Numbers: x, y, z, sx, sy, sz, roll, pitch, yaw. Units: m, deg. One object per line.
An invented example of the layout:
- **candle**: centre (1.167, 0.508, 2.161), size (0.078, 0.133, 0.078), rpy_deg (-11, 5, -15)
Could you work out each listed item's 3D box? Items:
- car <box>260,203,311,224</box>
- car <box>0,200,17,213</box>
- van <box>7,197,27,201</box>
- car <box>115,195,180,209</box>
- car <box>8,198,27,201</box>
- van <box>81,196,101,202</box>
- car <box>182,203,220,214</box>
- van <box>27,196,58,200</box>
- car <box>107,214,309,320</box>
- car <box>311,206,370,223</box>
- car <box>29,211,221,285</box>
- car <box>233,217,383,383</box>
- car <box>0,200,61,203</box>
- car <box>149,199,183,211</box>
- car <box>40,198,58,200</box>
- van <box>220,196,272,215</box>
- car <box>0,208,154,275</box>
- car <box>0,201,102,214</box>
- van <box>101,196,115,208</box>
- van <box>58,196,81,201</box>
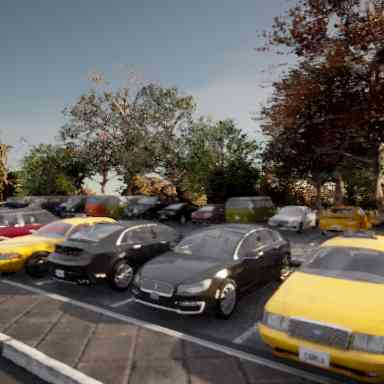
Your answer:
- **car**: centre (6.121, 1.554, 19.911), size (2.002, 1.452, 4.674), rpy_deg (0, 0, 36)
- **car**: centre (-25.391, 1.905, 42.481), size (2.097, 1.535, 5.008), rpy_deg (-1, -1, 36)
- **van**: centre (-18.467, 1.523, 37.670), size (1.878, 1.987, 4.442), rpy_deg (-1, -1, 36)
- **car**: centre (-2.905, 1.290, 26.341), size (2.435, 2.045, 5.566), rpy_deg (0, 0, 36)
- **car**: centre (-16.387, 1.694, 35.808), size (1.946, 1.575, 5.366), rpy_deg (-1, -1, 36)
- **van**: centre (-7.223, 1.329, 29.613), size (1.878, 1.987, 4.442), rpy_deg (0, 0, 36)
- **car**: centre (1.716, 1.568, 23.061), size (2.002, 1.452, 4.674), rpy_deg (0, 0, 36)
- **van**: centre (-14.101, 1.420, 34.254), size (1.878, 1.987, 4.442), rpy_deg (-1, -1, 36)
- **car**: centre (0.775, 1.510, 7.656), size (2.231, 1.521, 4.892), rpy_deg (0, 0, 36)
- **car**: centre (8.469, 1.507, 18.219), size (2.097, 1.535, 5.008), rpy_deg (0, 0, 36)
- **car**: centre (-1.490, 1.517, 9.262), size (2.231, 1.521, 4.892), rpy_deg (0, 0, 36)
- **car**: centre (2.919, 1.500, 5.883), size (1.946, 1.575, 5.366), rpy_deg (0, 0, 36)
- **car**: centre (-8.274, 1.411, 14.093), size (2.185, 1.767, 4.553), rpy_deg (0, 0, 36)
- **car**: centre (-0.538, 1.534, 24.673), size (2.097, 1.535, 5.008), rpy_deg (0, 0, 36)
- **car**: centre (-11.775, 1.595, 32.737), size (2.097, 1.535, 5.008), rpy_deg (-1, -1, 36)
- **van**: centre (3.934, 1.295, 21.618), size (1.878, 1.987, 4.442), rpy_deg (0, 0, 36)
- **car**: centre (-3.851, 1.520, 10.734), size (1.946, 1.575, 5.366), rpy_deg (0, 0, 36)
- **car**: centre (-6.018, 1.404, 12.476), size (2.185, 1.767, 4.553), rpy_deg (0, 0, 36)
- **van**: centre (-5.073, 1.322, 28.072), size (1.878, 1.987, 4.442), rpy_deg (0, 0, 36)
- **van**: centre (-9.718, 1.336, 31.114), size (1.878, 1.987, 4.442), rpy_deg (-1, 0, 36)
